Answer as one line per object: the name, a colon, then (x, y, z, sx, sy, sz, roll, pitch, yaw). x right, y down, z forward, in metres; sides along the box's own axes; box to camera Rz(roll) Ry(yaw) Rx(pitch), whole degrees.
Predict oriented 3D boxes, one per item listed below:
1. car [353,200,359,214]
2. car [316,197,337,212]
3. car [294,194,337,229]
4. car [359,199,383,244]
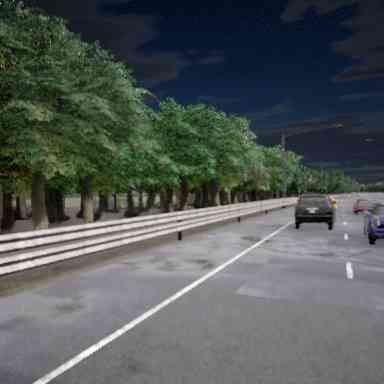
car: (16.598, 1.392, 32.017, 1.994, 1.385, 4.181, -1, 0, 24)
car: (15.251, 1.363, 37.597, 1.882, 1.535, 5.008, -1, 0, 24)
car: (7.887, 1.154, 21.213, 2.150, 2.045, 5.566, -1, 0, 24)
car: (8.876, 1.238, 14.825, 2.097, 1.767, 4.553, -1, 0, 24)
